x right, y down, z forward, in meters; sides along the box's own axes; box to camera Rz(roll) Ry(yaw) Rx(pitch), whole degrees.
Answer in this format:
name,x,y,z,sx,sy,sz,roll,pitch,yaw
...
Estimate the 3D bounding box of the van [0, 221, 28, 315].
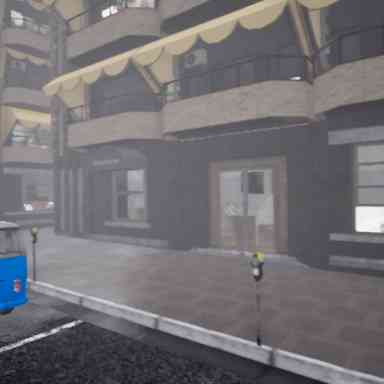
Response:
name,x,y,z,sx,sy,sz,roll,pitch,yaw
van,-4.789,1.358,6.308,3.998,1.788,1.690,0,-1,36
